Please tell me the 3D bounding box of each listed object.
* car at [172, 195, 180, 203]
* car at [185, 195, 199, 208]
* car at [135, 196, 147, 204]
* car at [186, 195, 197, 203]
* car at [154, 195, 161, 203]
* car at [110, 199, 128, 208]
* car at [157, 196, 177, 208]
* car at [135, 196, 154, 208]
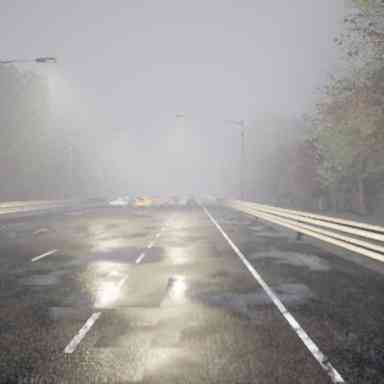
[{"bbox_3d":[-3.589,1.445,70.140,2.097,1.767,4.553,0,0,0],"label":"car"},{"bbox_3d":[-0.060,1.583,48.579,1.812,1.442,4.674,0,0,0],"label":"car"},{"bbox_3d":[-10.589,1.581,69.548,1.837,1.490,4.892,0,0,0],"label":"car"},{"bbox_3d":[-0.089,1.450,70.222,2.097,1.767,4.553,0,0,0],"label":"car"},{"bbox_3d":[-7.089,1.440,69.906,2.097,1.767,4.553,0,0,0],"label":"car"},{"bbox_3d":[-10.560,1.646,48.545,1.895,1.301,4.718,0,0,0],"label":"car"},{"bbox_3d":[-3.560,1.655,48.616,1.895,1.301,4.718,0,0,0],"label":"car"},{"bbox_3d":[-7.058,1.526,48.263,1.882,1.535,5.008,0,0,0],"label":"car"}]
